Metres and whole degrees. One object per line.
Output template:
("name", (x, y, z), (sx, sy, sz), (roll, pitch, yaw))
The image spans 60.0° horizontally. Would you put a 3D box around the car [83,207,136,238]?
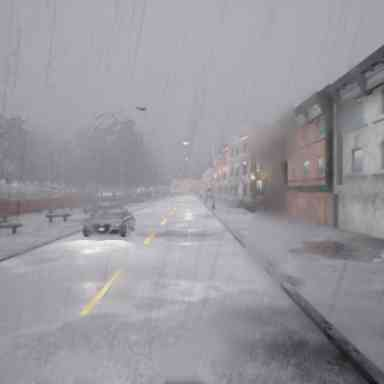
("car", (-4.116, 1.491, 17.135), (1.994, 1.385, 4.181), (0, 0, 0))
